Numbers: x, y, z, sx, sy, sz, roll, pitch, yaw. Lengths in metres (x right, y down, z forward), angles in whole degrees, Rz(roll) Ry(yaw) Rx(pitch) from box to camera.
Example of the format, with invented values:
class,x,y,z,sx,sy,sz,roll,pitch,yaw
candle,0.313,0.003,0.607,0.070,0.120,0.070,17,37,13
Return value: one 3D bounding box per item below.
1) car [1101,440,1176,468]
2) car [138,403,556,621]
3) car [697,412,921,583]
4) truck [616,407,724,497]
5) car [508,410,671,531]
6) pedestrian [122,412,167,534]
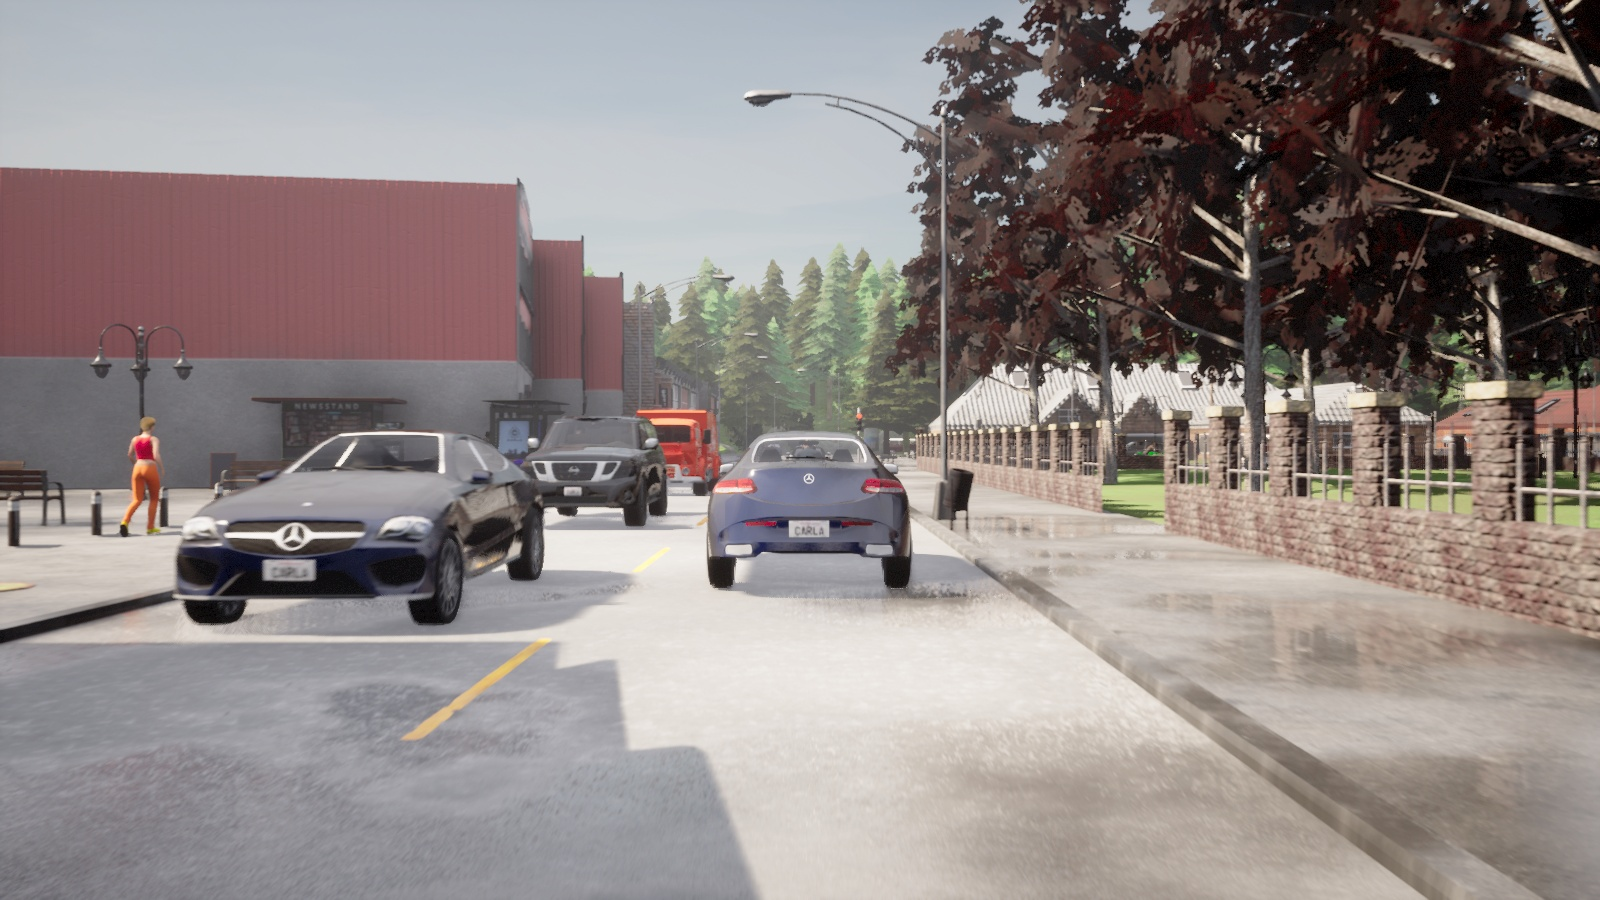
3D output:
class,x,y,z,sx,sy,sz,roll,pitch,yaw
car,20.224,0.239,75.187,3.988,1.617,1.851,0,0,0
car,-3.914,0.455,11.998,2.152,1.651,5.027,0,0,0
car,0.104,0.443,14.614,2.152,1.651,5.027,0,0,0
truck,-3.735,0.048,37.205,2.627,2.467,5.204,0,0,0
car,-3.831,0.328,23.926,2.150,2.045,5.566,0,0,0
pedestrian,-10.018,0.340,19.199,0.345,1.836,0.594,0,0,4
